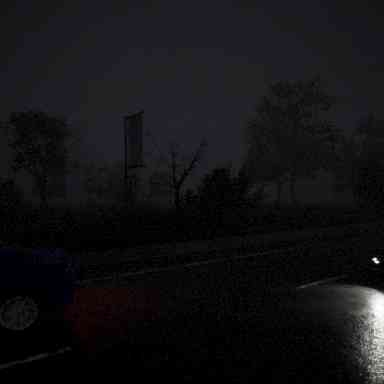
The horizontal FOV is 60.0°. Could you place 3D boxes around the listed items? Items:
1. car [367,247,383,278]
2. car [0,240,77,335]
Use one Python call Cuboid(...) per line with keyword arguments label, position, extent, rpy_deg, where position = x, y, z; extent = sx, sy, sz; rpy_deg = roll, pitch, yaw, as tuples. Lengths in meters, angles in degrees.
Cuboid(label="car", position=(6.875, 1.551, 8.896), extent=(5.357, 1.411, 2.033), rpy_deg=(0, 0, -36))
Cuboid(label="car", position=(-4.419, 1.478, 5.140), extent=(5.008, 1.535, 1.882), rpy_deg=(0, 0, -35))
